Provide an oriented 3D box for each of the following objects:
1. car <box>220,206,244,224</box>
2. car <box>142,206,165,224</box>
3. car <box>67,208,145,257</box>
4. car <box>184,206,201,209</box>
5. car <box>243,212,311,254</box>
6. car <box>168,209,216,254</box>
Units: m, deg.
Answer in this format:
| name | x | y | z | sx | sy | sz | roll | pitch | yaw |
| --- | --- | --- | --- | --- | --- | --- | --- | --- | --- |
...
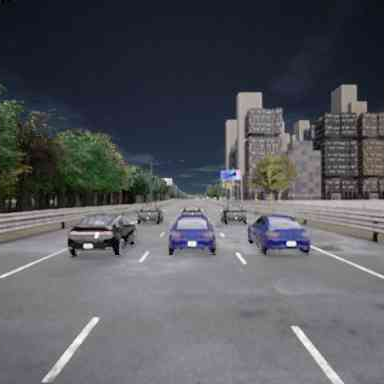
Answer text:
| name | x | y | z | sx | sy | sz | roll | pitch | yaw |
| --- | --- | --- | --- | --- | --- | --- | --- | --- | --- |
| car | 3.519 | 1.933 | 28.679 | 2.128 | 1.511 | 4.902 | 0 | -1 | 0 |
| car | -3.481 | 1.933 | 28.676 | 2.128 | 1.511 | 4.902 | 0 | -1 | 0 |
| car | -3.482 | 1.634 | 13.636 | 2.128 | 1.511 | 4.902 | 0 | -1 | 0 |
| car | 0.019 | 1.933 | 28.678 | 2.128 | 1.511 | 4.902 | 0 | -1 | 0 |
| car | 3.522 | 1.672 | 14.025 | 1.812 | 1.442 | 4.674 | 0 | 0 | 1 |
| car | 0.021 | 1.672 | 14.025 | 1.812 | 1.442 | 4.674 | 0 | 0 | 0 |
